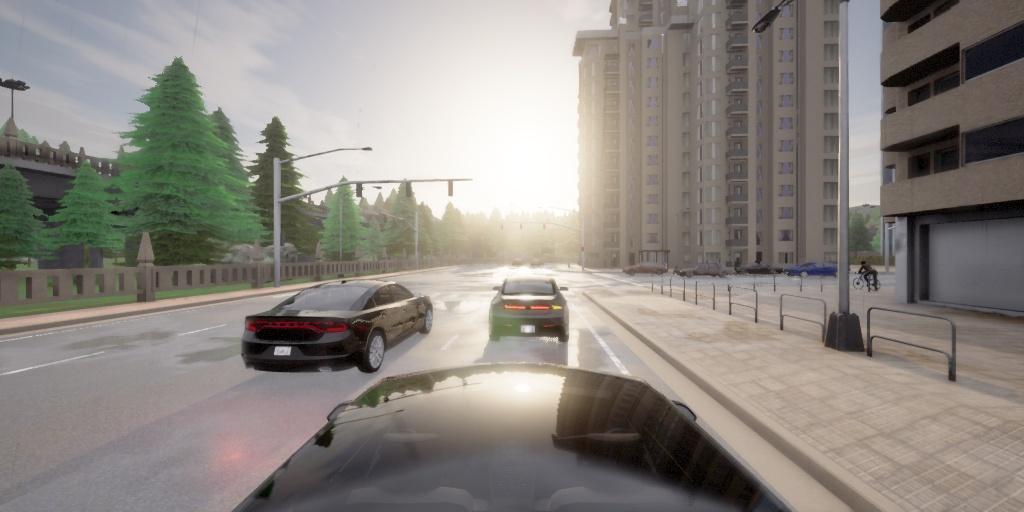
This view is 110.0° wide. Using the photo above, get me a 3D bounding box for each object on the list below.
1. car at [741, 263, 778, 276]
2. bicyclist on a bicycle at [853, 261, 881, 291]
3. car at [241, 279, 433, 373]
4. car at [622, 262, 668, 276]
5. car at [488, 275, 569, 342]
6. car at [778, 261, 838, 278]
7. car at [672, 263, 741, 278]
[{"bbox_3d":[25.441,1.406,37.719,4.718,1.301,1.895,0,0,3],"label":"car"},{"bbox_3d":[19.756,1.107,19.999,0.582,1.620,1.656,0,0,3],"label":"bicyclist on a bicycle"},{"bbox_3d":[-3.161,1.228,7.678,1.882,1.535,5.008,0,0,4],"label":"car"},{"bbox_3d":[14.162,1.331,38.274,4.674,1.442,1.812,0,0,4],"label":"car"},{"bbox_3d":[0.494,1.255,9.798,1.837,1.490,4.892,0,0,4],"label":"car"},{"bbox_3d":[28.719,1.283,34.046,5.008,1.535,1.882,0,0,3],"label":"car"},{"bbox_3d":[18.474,1.353,34.560,5.357,1.411,2.033,0,0,3],"label":"car"}]
